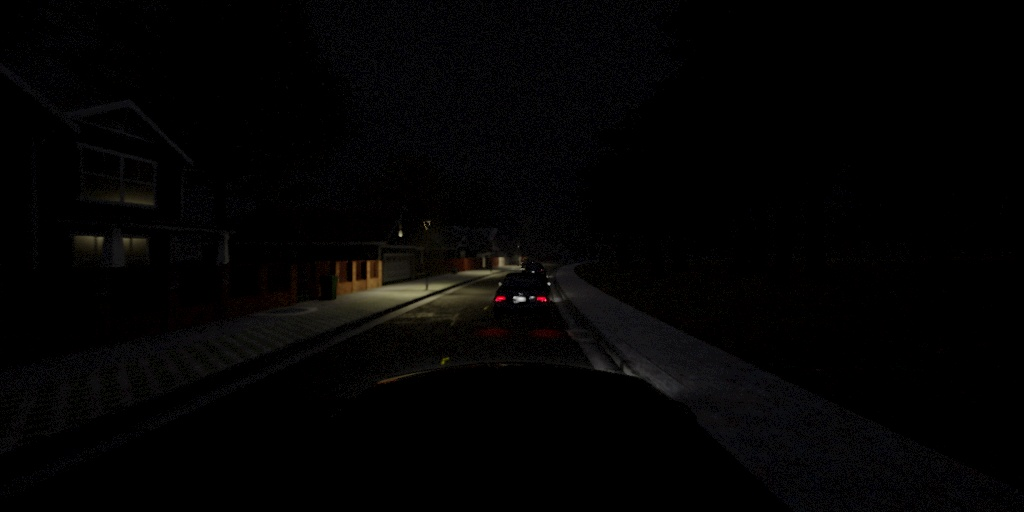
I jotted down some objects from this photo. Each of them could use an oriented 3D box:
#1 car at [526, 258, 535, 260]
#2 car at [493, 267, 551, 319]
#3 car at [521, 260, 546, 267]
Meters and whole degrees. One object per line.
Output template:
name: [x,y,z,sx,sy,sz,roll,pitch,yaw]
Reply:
car: [2.711,1.079,55.655,2.097,1.767,4.553,0,0,11]
car: [0.417,1.299,12.887,2.033,1.411,5.357,0,0,4]
car: [2.021,1.311,31.914,1.994,1.385,4.181,0,0,7]
